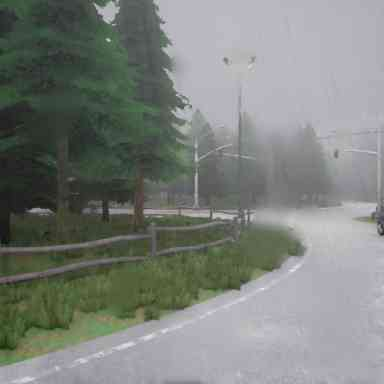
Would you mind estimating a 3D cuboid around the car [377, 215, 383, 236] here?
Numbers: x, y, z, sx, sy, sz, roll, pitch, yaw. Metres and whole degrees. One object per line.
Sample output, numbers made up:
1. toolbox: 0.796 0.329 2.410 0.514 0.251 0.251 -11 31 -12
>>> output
1. car: 10.280 1.352 15.442 2.097 1.767 4.553 0 0 15
